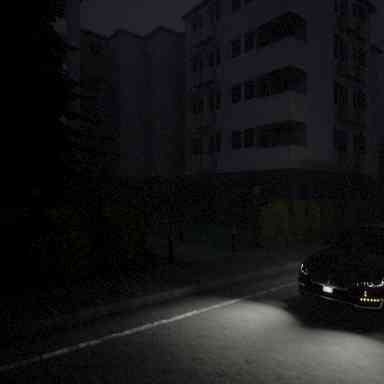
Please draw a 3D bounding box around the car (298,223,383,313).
[{"bbox_3d":[4.342,1.504,7.511,4.892,1.490,1.837,0,0,-39],"label":"car"}]
